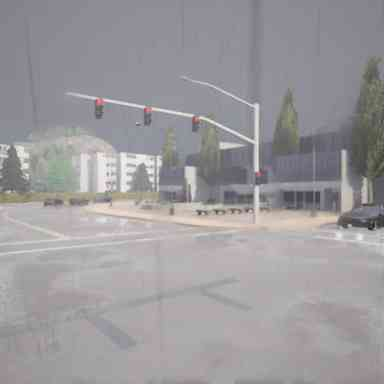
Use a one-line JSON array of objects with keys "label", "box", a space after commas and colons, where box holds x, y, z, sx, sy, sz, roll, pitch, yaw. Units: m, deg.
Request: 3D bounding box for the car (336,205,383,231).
[{"label": "car", "box": [11.183, 1.522, 20.571, 5.357, 1.411, 2.033, 0, 0, -35]}]

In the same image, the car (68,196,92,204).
[{"label": "car", "box": [-20.841, 1.455, 62.067, 1.882, 1.535, 5.008, 0, 0, 14]}]

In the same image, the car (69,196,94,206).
[{"label": "car", "box": [-18.106, 1.485, 54.345, 1.837, 1.490, 4.892, 0, 0, -1]}]

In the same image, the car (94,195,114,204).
[{"label": "car", "box": [-16.994, 1.324, 64.109, 2.097, 1.767, 4.553, 0, 0, 17]}]

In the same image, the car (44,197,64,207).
[{"label": "car", "box": [-21.539, 1.477, 52.036, 2.128, 1.511, 4.902, 0, 0, -4]}]
